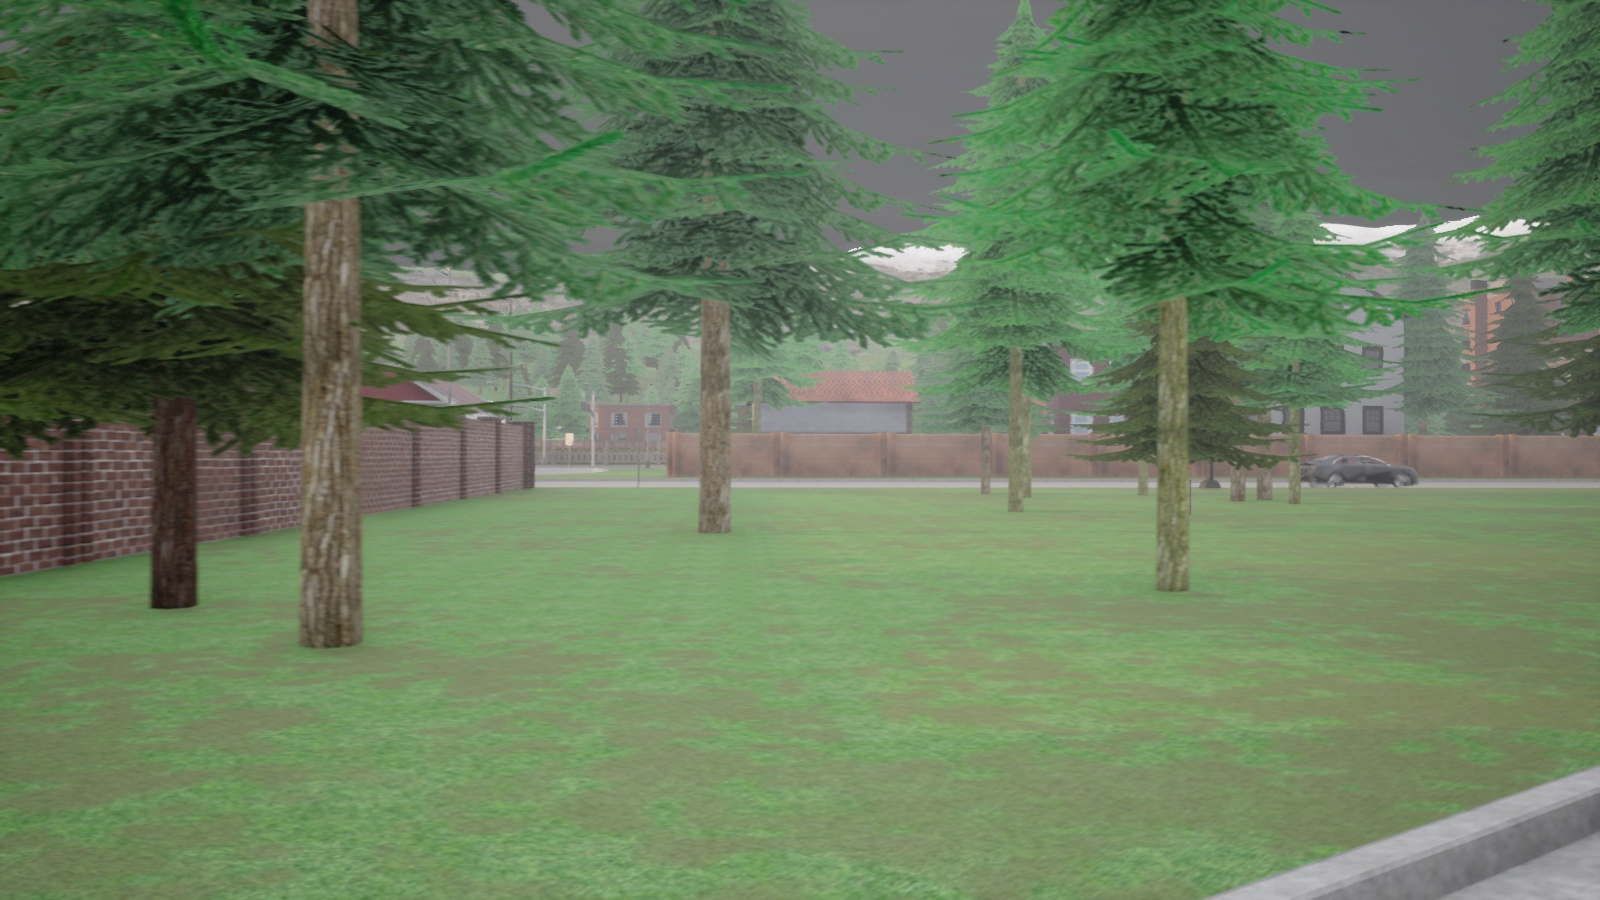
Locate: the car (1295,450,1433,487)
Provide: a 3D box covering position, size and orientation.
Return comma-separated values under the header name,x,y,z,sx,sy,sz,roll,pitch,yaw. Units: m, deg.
name,x,y,z,sx,sy,sz,roll,pitch,yaw
car,23.830,0.783,53.184,4.902,1.511,2.128,0,0,-3
